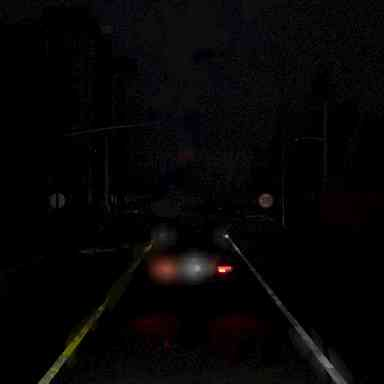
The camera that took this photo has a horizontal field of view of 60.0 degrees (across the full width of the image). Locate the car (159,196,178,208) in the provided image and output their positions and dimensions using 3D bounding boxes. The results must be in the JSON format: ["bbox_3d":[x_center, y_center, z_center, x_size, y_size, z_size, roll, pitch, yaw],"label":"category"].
[{"bbox_3d":[-3.510,1.547,47.446,2.033,1.411,5.357,0,0,0],"label":"car"}]

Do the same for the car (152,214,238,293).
[{"bbox_3d":[0.074,1.547,8.964,2.033,1.411,5.357,0,0,0],"label":"car"}]

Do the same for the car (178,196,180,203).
[{"bbox_3d":[-3.481,1.505,57.507,1.837,1.490,4.892,0,0,0],"label":"car"}]

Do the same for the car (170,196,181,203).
[{"bbox_3d":[-3.385,1.506,68.944,1.837,1.490,4.892,0,0,0],"label":"car"}]

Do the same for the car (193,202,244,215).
[{"bbox_3d":[2.491,1.599,32.289,4.718,1.301,1.895,0,0,33],"label":"car"}]
